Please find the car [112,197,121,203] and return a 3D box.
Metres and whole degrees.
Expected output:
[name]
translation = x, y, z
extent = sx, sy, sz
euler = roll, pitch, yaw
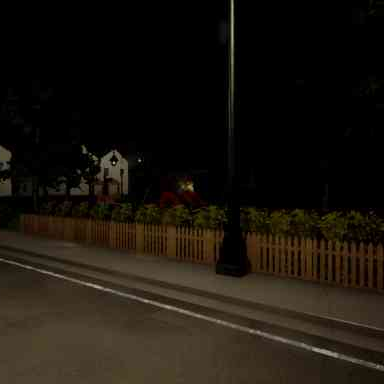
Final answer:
[car]
translation = -13.582, 1.492, 66.032
extent = 2.128, 1.511, 4.902
euler = 0, 0, 38
